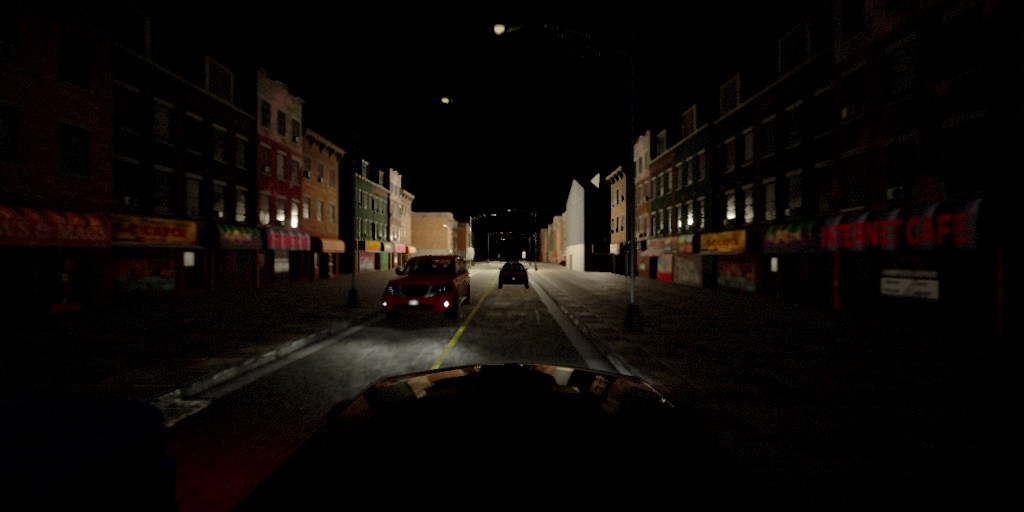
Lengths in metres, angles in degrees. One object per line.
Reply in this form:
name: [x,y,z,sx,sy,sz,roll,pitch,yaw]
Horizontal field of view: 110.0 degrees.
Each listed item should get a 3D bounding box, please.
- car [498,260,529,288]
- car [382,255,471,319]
car: [0.099,1.228,24.111,1.882,1.535,5.008,0,0,0]
car: [-2.807,0.970,13.098,2.150,2.045,5.566,0,0,1]
